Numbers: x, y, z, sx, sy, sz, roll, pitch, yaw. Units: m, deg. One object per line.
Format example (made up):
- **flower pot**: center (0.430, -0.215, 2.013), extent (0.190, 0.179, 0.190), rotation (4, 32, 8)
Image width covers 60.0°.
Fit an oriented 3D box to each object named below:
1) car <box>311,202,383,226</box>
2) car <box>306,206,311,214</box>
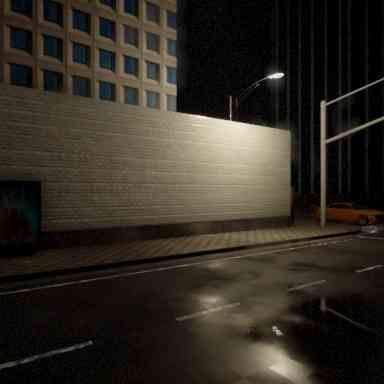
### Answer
- **car**: center (11.645, 1.532, 24.523), extent (1.882, 1.535, 5.008), rotation (0, 0, -30)
- **car**: center (12.853, 1.603, 29.584), extent (2.033, 1.411, 5.357), rotation (0, 0, -37)
